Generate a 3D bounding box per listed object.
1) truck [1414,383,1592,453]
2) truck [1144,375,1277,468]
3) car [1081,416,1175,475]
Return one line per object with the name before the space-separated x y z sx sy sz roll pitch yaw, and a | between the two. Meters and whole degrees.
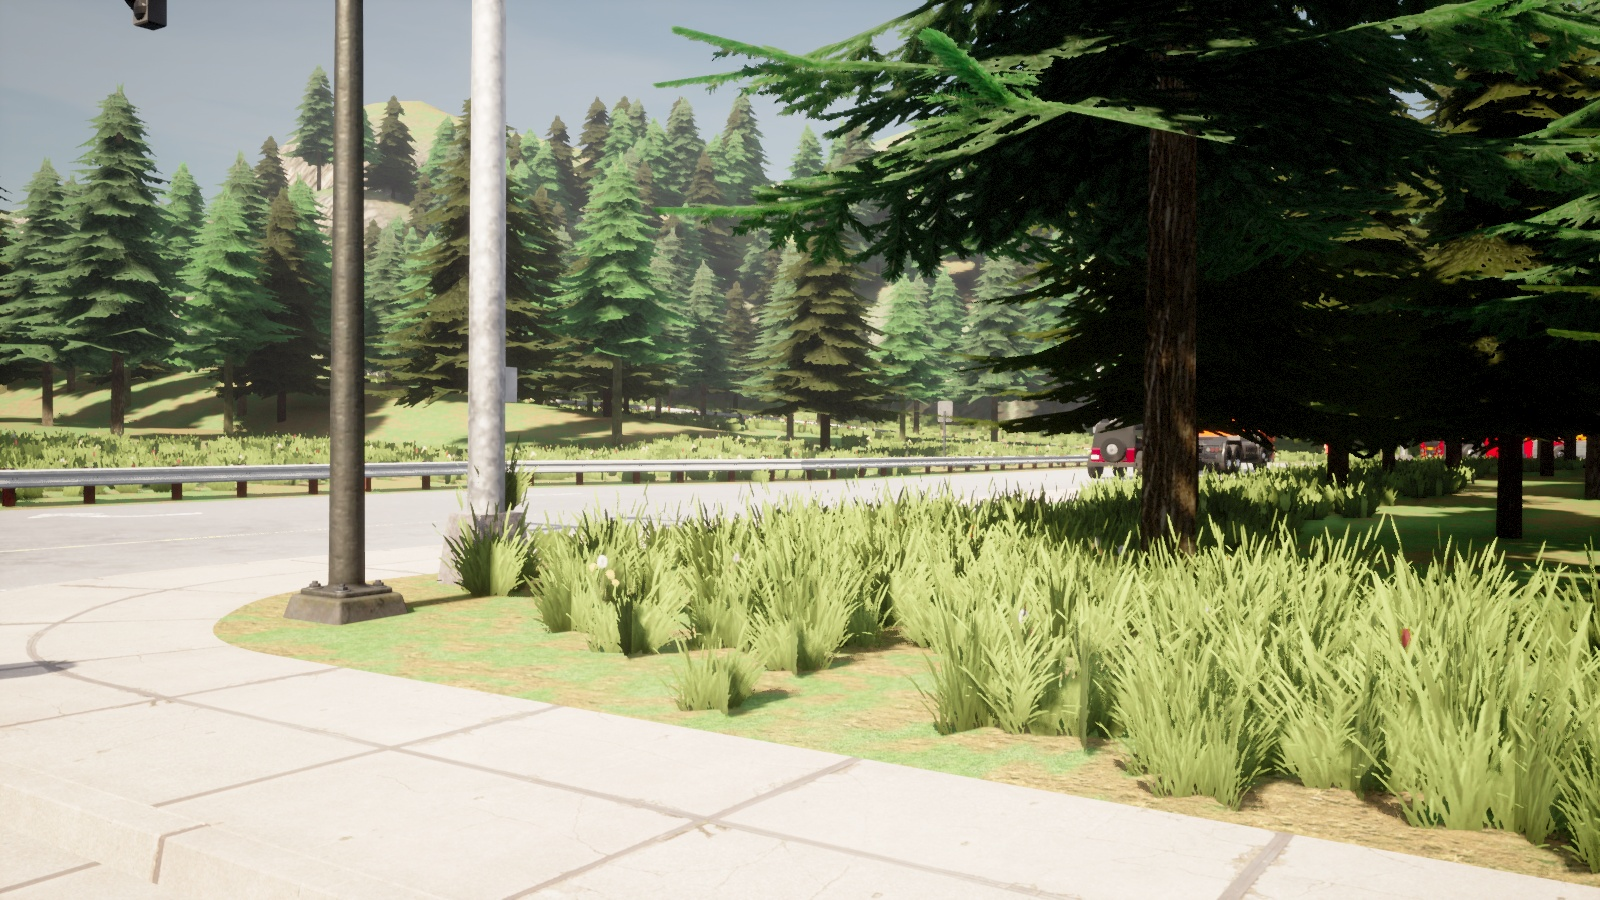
truck | 39.903 -1.797 71.495 8.468 3.827 2.891 0 1 2
truck | 16.632 -1.117 50.478 2.891 3.462 7.936 0 1 35
car | 11.144 -0.181 42.538 1.905 1.878 3.866 0 1 34
